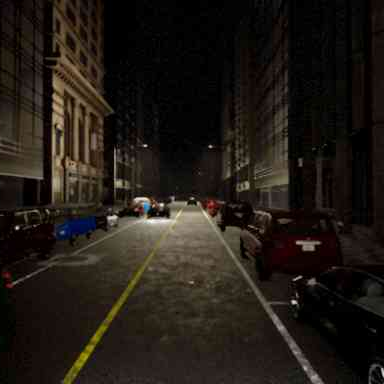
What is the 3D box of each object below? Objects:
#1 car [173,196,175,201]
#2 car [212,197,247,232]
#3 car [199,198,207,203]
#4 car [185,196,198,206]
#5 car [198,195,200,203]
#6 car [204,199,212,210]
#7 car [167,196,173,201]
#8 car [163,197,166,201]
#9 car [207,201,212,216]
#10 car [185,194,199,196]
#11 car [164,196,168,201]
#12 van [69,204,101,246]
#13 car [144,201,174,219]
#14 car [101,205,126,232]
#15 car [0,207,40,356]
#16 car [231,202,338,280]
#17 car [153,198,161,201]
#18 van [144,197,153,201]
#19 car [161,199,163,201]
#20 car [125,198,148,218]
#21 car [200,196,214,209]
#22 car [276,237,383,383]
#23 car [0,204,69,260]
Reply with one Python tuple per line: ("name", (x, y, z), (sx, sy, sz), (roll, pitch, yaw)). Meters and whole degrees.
("car", (-5.813, 1.806, 77.541), (2.192, 1.841, 5.009), (1, 0, 0))
("car", (2.687, 1.469, 21.289), (2.192, 1.841, 5.009), (1, 0, 0))
("car", (2.711, 2.105, 83.157), (1.802, 1.307, 4.206), (1, 0, 0))
("car", (0.028, 1.980, 64.450), (1.994, 1.385, 4.181), (0, 0, 0))
("car", (2.705, 1.709, 60.660), (2.192, 1.841, 5.009), (1, 0, 0))
("car", (2.692, 1.805, 38.161), (1.887, 1.381, 4.507), (1, 0, 0))
("car", (-5.819, 2.003, 71.916), (1.887, 1.381, 4.507), (1, 0, 0))
("car", (-5.826, 1.907, 55.042), (1.887, 1.381, 4.507), (1, 0, 0))
("car", (2.690, 1.808, 32.536), (1.802, 1.307, 4.206), (1, 0, 0))
("car", (0.032, 1.831, 74.454), (2.128, 1.511, 4.902), (0, 0, 0))
("car", (-5.823, 1.919, 60.497), (1.752, 1.417, 4.829), (1, 0, 0))
("van", (-5.841, 1.457, 15.671), (1.690, 1.788, 3.998), (1, 0, 0))
("car", (-3.006, 1.782, 31.234), (1.994, 1.385, 4.181), (0, 0, 0))
("car", (-5.841, 1.705, 21.294), (2.008, 1.369, 4.403), (1, 0, 0))
("car", (-3.093, 1.234, 1.564), (2.150, 2.045, 5.566), (0, 0, 0))
("car", (2.682, 1.391, 10.040), (2.192, 1.841, 5.009), (1, 0, 0))
("car", (-5.828, 1.610, 43.794), (2.192, 1.841, 5.009), (1, 0, 0))
("van", (-5.831, 1.602, 38.169), (1.690, 1.788, 3.998), (1, 0, 0))
("car", (-5.828, 1.880, 49.417), (2.008, 1.369, 4.403), (1, 0, 0))
("car", (-5.834, 1.666, 32.544), (1.967, 1.590, 4.097), (1, 0, 0))
("car", (2.700, 1.644, 49.411), (2.192, 1.841, 5.009), (1, 0, 0))
("car", (2.677, 1.601, 4.414), (1.947, 1.339, 4.313), (1, 0, 0))
("car", (-5.844, 1.391, 10.046), (2.192, 1.841, 5.009), (1, 0, 0))
